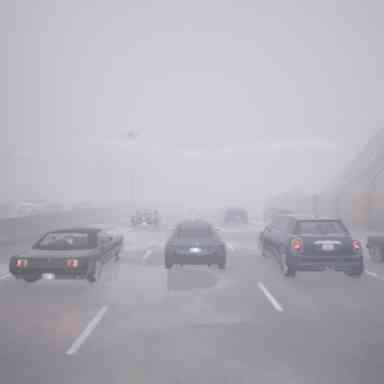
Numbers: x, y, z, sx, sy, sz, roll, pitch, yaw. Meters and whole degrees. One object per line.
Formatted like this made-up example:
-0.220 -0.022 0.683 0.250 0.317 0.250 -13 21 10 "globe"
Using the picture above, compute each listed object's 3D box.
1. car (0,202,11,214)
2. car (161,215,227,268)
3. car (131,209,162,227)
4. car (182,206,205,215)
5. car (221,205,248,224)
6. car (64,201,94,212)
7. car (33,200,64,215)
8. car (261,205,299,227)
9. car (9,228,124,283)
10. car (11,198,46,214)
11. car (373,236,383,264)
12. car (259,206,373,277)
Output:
-24.538 2.109 42.358 1.837 1.490 4.892 0 0 1 "car"
0.100 1.737 11.968 1.994 1.385 4.181 0 -1 0 "car"
-3.401 1.972 25.794 1.895 1.301 4.718 0 -1 0 "car"
0.099 1.934 28.410 1.812 1.442 4.674 0 -1 0 "car"
3.599 1.894 28.921 1.882 1.535 5.008 0 -1 0 "car"
-14.044 1.959 42.396 2.097 1.767 4.553 0 -1 1 "car"
-17.546 2.100 41.653 1.837 1.490 4.892 0 0 1 "car"
7.100 1.899 27.413 1.837 1.490 4.892 0 -1 0 "car"
-3.399 1.747 10.118 1.895 1.301 4.718 0 -1 0 "car"
-21.020 1.854 43.987 2.150 2.045 5.566 0 -1 1 "car"
7.101 1.742 9.715 1.895 1.301 4.718 0 -1 0 "car"
3.600 1.511 10.926 2.097 1.767 4.553 0 -1 0 "car"
